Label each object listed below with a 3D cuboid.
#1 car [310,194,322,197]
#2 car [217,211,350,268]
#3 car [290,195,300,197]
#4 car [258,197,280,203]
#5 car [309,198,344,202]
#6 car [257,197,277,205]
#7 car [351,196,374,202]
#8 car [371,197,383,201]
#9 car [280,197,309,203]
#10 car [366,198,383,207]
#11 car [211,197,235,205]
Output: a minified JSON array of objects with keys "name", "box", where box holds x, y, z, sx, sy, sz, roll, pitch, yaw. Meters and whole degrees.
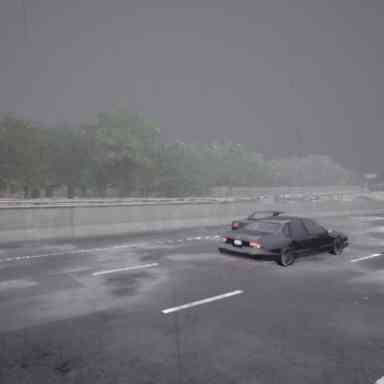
[{"name":"car","box":[32.746,1.228,87.752,2.033,1.411,5.357,1,2,38]},{"name":"car","box":[3.309,1.539,11.380,5.357,1.411,2.033,0,0,-39]},{"name":"car","box":[23.227,1.405,75.154,1.837,1.490,4.892,1,1,36]},{"name":"car","box":[11.414,1.687,45.150,4.718,1.301,1.895,1,0,-39]},{"name":"car","box":[16.730,1.647,40.445,4.892,1.490,1.837,1,0,-39]},{"name":"car","box":[14.050,1.612,62.227,1.895,1.301,4.718,1,1,35]},{"name":"car","box":[27.718,1.625,53.734,5.566,2.045,2.150,1,-1,-38]},{"name":"car","box":[29.919,1.951,51.025,4.674,1.442,1.812,1,-1,-38]},{"name":"car","box":[14.171,1.663,42.879,5.357,1.411,2.033,1,0,-39]},{"name":"car","box":[35.964,2.025,64.854,4.553,1.767,2.097,2,-1,-39]},{"name":"car","box":[4.692,1.527,49.399,1.812,1.442,4.674,1,0,38]}]
